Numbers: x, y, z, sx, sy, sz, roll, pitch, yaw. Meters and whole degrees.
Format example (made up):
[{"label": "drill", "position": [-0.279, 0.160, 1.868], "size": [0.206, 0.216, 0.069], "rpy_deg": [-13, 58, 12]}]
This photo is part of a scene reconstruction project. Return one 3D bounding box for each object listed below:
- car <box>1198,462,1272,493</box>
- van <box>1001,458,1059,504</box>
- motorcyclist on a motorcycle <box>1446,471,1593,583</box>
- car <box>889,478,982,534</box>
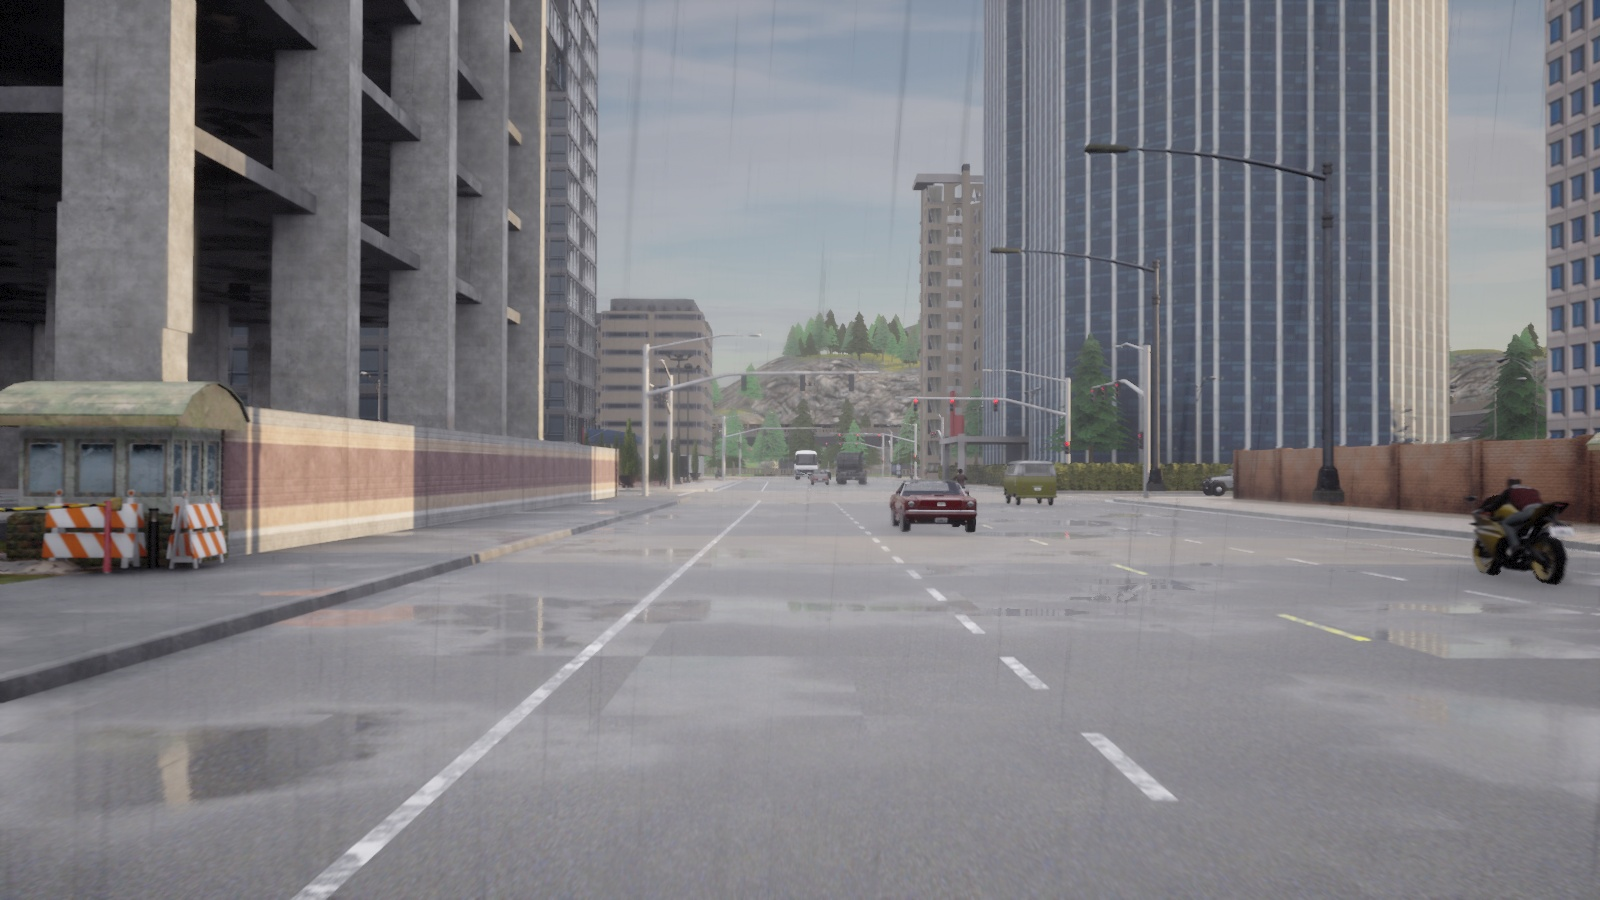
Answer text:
[{"label": "car", "position": [26.647, 1.664, 76.961], "size": [3.866, 1.878, 1.905], "rpy_deg": [0, -1, 0]}, {"label": "van", "position": [10.352, 1.381, 56.805], "size": [1.775, 1.987, 4.442], "rpy_deg": [0, -1, 0]}, {"label": "motorcyclist on a motorcycle", "position": [10.456, 1.083, 18.365], "size": [0.866, 1.530, 2.191], "rpy_deg": [0, -1, 0]}, {"label": "car", "position": [3.422, 1.390, 32.544], "size": [1.895, 1.301, 4.718], "rpy_deg": [0, -1, 0]}]
